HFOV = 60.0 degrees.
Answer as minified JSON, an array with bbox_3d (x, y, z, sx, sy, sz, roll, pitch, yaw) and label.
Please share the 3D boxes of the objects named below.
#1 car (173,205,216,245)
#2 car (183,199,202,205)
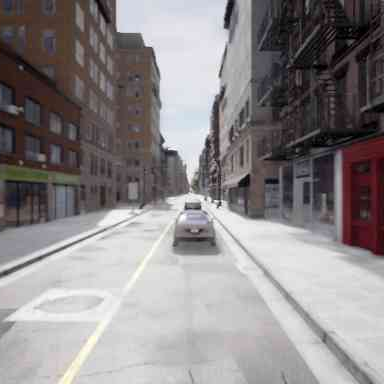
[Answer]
[{"bbox_3d":[0.101,1.535,15.298,2.033,1.411,5.357,0,0,0],"label":"car"},{"bbox_3d":[0.099,1.471,36.031,2.128,1.511,4.902,0,0,0],"label":"car"}]
